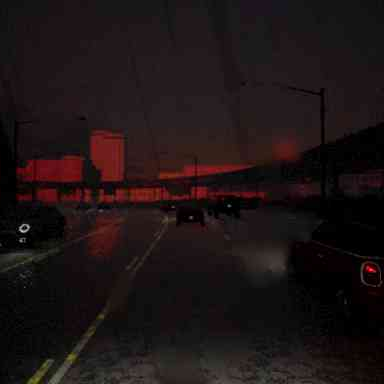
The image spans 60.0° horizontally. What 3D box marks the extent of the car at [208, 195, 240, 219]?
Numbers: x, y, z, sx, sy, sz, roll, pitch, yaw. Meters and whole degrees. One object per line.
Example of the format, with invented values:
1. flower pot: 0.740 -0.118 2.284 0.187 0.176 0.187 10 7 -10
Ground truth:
1. car: 2.769 1.275 30.191 2.150 2.045 5.566 0 -1 -6

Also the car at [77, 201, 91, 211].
1. car: -17.557 2.250 53.661 1.812 1.442 4.674 1 -3 -21

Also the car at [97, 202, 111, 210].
1. car: -15.036 2.402 56.794 1.994 1.385 4.181 1 -3 -22

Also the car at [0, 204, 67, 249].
1. car: -7.167 1.363 14.486 2.097 1.767 4.553 0 0 -1

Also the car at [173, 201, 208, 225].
1. car: -0.219 1.499 24.102 1.882 1.535 5.008 0 0 -4

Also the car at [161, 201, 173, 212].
1. car: -2.709 1.795 41.445 1.994 1.385 4.181 0 -1 -12

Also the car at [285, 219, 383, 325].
1. car: 3.596 1.358 7.280 2.097 1.767 4.553 0 0 0
